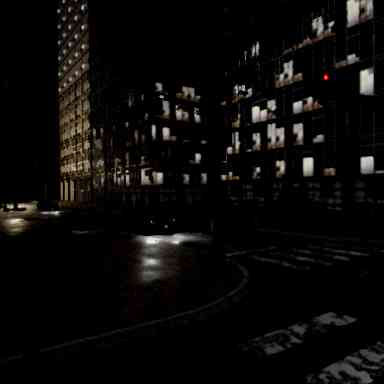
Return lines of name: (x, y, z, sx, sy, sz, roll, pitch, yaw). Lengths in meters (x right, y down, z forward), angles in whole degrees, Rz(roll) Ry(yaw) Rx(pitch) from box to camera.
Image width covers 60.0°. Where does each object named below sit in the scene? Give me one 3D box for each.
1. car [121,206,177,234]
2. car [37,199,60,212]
car: (-2.722, 1.580, 19.819, 1.812, 1.442, 4.674, -1, 0, -35)
car: (-18.003, 1.637, 41.525, 2.033, 1.411, 5.357, -1, 0, -35)
